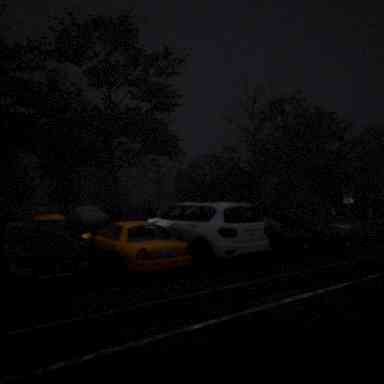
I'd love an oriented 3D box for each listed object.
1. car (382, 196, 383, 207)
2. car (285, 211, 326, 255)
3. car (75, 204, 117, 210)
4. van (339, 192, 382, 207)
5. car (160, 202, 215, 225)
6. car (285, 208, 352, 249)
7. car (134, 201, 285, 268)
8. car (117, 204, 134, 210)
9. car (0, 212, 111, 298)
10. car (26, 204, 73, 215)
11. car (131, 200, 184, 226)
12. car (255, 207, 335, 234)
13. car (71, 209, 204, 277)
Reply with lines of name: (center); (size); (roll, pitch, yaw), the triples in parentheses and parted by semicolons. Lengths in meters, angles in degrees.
car: (23.698, 1.270, 44.932); (2.002, 1.452, 4.674); (0, 0, -35)
car: (2.573, 1.643, 13.783); (2.097, 1.535, 5.008); (1, 0, -35)
car: (-7.204, 1.645, 22.888); (2.002, 1.452, 4.674); (1, 0, -35)
van: (21.584, 0.995, 43.291); (1.878, 1.987, 4.442); (0, 1, -35)
car: (-0.504, 1.697, 27.594); (2.097, 1.535, 5.008); (1, 0, -35)
car: (4.864, 1.704, 15.351); (2.163, 1.488, 4.792); (1, 0, -35)
car: (0.291, 1.360, 12.207); (2.435, 2.045, 5.566); (1, 0, -35)
car: (-4.922, 1.666, 24.459); (2.163, 1.488, 4.792); (1, 0, -35)
car: (-4.241, 1.549, 8.995); (2.231, 1.521, 4.892); (1, 0, -35)
car: (-9.365, 1.571, 21.146); (1.946, 1.575, 5.366); (1, 0, -35)
car: (-2.791, 1.541, 26.031); (2.185, 1.767, 4.553); (1, 0, -35)
car: (6.872, 1.785, 22.067); (5.357, 1.411, 2.033); (0, 0, -31)
car: (-2.073, 1.577, 10.738); (1.946, 1.575, 5.366); (1, 0, -35)
